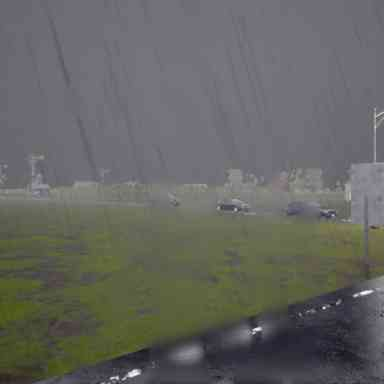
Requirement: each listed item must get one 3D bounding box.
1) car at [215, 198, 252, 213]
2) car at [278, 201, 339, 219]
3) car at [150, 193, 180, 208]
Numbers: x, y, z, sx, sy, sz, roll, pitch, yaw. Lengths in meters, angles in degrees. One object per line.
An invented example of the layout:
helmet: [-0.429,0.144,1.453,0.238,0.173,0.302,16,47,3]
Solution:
car: [4.598,1.488,37.552,1.837,1.490,4.892,0,1,-35]
car: [10.075,1.535,29.353,2.033,1.411,5.357,0,0,-33]
car: [-4.083,1.198,49.420,2.150,2.045,5.566,0,1,-38]
